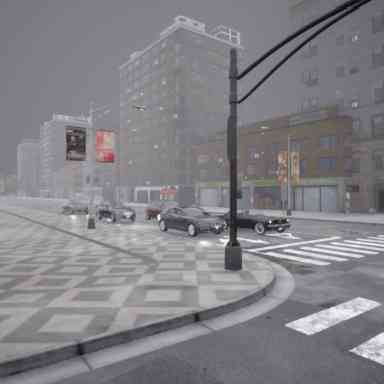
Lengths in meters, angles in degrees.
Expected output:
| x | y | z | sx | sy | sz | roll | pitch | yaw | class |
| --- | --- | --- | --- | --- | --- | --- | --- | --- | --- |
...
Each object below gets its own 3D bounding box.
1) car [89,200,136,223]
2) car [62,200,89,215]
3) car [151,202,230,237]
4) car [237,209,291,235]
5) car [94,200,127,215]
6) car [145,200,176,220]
| x | y | z | sx | sy | sz | roll | pitch | yaw | class |
| --- | --- | --- | --- | --- | --- | --- | --- | --- | --- |
| -6.267 | 1.585 | 27.130 | 2.128 | 1.511 | 4.902 | 0 | 0 | -36 | car |
| -12.579 | 1.632 | 35.828 | 1.837 | 1.490 | 4.892 | 0 | 0 | -36 | car |
| -0.163 | 1.558 | 18.741 | 1.837 | 1.490 | 4.892 | 0 | 0 | -36 | car |
| 3.381 | 1.648 | 19.403 | 1.895 | 1.301 | 4.718 | 0 | 0 | -36 | car |
| -9.010 | 1.628 | 36.445 | 1.837 | 1.490 | 4.892 | 0 | 0 | -36 | car |
| -1.947 | 1.434 | 26.726 | 2.097 | 1.767 | 4.553 | 0 | 0 | -36 | car |
